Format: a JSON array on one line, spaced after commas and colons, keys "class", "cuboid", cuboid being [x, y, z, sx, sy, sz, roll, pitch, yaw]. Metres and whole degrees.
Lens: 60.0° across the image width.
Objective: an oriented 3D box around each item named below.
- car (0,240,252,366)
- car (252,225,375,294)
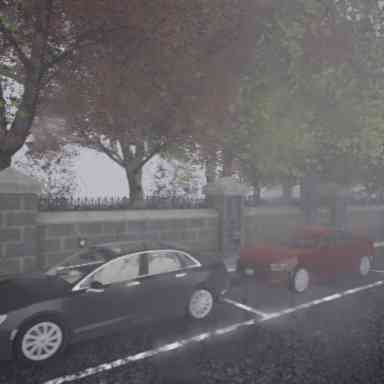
[{"class": "car", "cuboid": [-1.311, 1.571, 5.717, 4.403, 1.369, 2.008, 1, 0, -35]}, {"class": "car", "cuboid": [3.170, 1.616, 8.976, 4.507, 1.381, 1.887, 1, 0, -35]}]
